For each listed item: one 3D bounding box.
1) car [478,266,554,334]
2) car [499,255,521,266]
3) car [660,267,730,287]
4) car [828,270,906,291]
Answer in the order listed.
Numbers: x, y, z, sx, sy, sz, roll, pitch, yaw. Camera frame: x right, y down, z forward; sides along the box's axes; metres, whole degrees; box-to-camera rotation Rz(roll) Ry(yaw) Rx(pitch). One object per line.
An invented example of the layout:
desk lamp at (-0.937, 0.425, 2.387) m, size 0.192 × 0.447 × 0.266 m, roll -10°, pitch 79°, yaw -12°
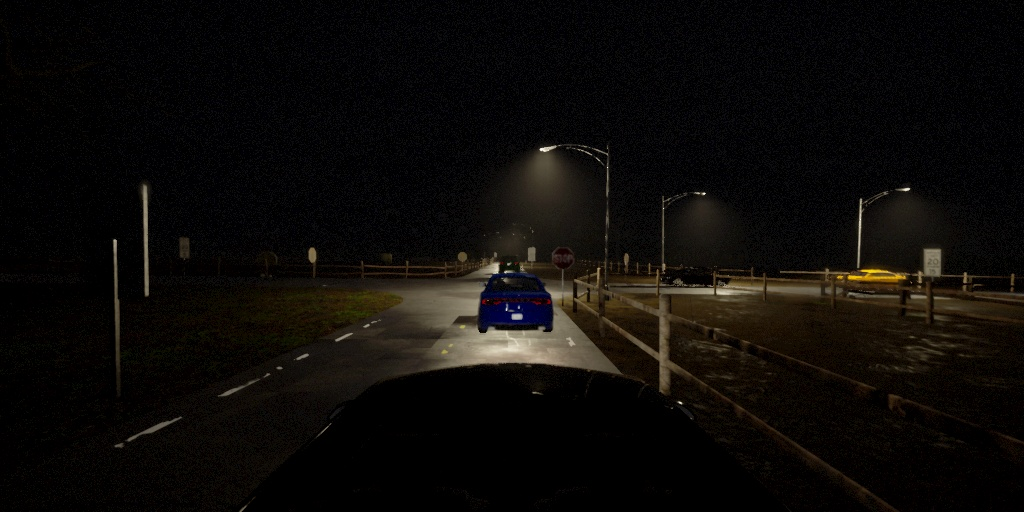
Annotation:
car at (0.035, 1.226, 10.664) m, size 1.882 × 1.535 × 5.008 m, roll 0°, pitch 0°, yaw -2°
car at (-0.187, 0.952, 39.862) m, size 2.150 × 2.045 × 5.566 m, roll 0°, pitch 0°, yaw 3°
car at (13.242, 1.516, 26.256) m, size 4.892 × 1.490 × 1.837 m, roll 1°, pitch 1°, yaw 0°
car at (26.101, 1.773, 26.343) m, size 5.008 × 1.535 × 1.882 m, roll 2°, pitch 1°, yaw 0°
